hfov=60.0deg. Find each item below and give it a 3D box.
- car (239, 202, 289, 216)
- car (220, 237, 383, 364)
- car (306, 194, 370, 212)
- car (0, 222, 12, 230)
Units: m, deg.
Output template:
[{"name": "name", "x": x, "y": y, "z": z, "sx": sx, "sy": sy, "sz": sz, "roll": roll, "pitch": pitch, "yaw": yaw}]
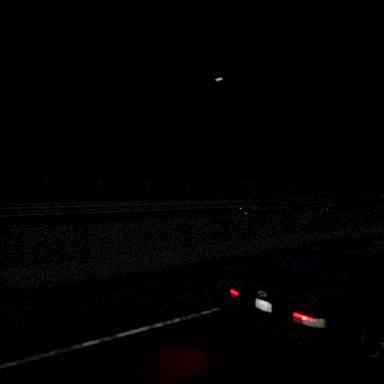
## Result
[{"name": "car", "x": 6.470, "y": 1.542, "z": 29.807, "sx": 4.718, "sy": 1.301, "sz": 1.895, "roll": -1, "pitch": 0, "yaw": -34}, {"name": "car", "x": 2.998, "y": 1.543, "z": 5.852, "sx": 5.357, "sy": 1.411, "sz": 2.033, "roll": 0, "pitch": 0, "yaw": -35}, {"name": "car", "x": 10.705, "y": 1.162, "z": 24.227, "sx": 5.566, "sy": 2.045, "sz": 2.150, "roll": -1, "pitch": 0, "yaw": -34}, {"name": "car", "x": -8.544, "y": 1.499, "z": 10.782, "sx": 4.892, "sy": 1.490, "sz": 1.837, "roll": 0, "pitch": 0, "yaw": -35}]
